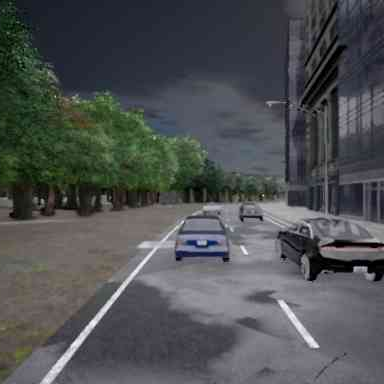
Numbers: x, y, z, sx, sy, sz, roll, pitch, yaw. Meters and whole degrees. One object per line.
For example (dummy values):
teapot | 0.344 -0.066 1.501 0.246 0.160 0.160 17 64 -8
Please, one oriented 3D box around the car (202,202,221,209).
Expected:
car | 2.252 1.776 36.831 1.895 1.301 4.718 0 -1 6

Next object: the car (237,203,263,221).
car | 4.898 1.658 28.207 2.033 1.411 5.357 0 0 5

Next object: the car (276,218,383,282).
car | 3.816 1.516 9.817 2.128 1.511 4.902 0 0 2

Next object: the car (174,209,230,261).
car | 0.395 1.574 12.435 2.033 1.411 5.357 0 0 2
